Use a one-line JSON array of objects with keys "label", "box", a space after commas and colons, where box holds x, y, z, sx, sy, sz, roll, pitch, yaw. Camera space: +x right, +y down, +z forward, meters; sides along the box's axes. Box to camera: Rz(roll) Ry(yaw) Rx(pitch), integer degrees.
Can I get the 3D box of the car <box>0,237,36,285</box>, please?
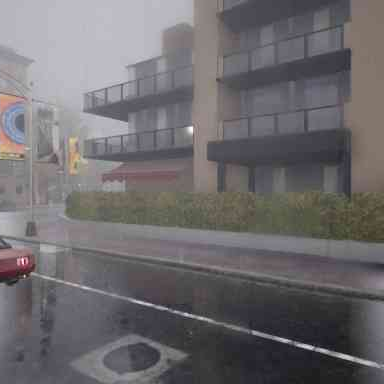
[{"label": "car", "box": [-5.991, 1.601, 8.255, 4.718, 1.301, 1.895, 0, 0, 35]}]
